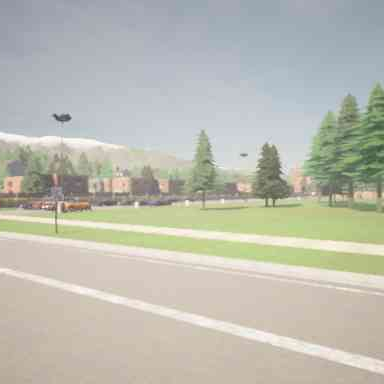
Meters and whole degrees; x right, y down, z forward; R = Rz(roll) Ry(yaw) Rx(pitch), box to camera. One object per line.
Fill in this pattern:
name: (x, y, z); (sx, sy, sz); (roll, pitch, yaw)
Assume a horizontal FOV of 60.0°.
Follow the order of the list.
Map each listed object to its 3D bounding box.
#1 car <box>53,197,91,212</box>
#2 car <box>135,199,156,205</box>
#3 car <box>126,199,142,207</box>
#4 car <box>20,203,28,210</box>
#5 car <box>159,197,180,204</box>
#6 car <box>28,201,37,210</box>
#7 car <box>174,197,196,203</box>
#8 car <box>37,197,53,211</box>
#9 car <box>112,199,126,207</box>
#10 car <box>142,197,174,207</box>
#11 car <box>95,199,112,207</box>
car: (-16.939, 1.865, 47.835); (2.097, 1.767, 4.553); (-1, -1, 35)
car: (-10.439, 2.234, 75.309); (1.895, 1.301, 4.718); (-1, -1, 35)
car: (-9.789, 2.084, 64.102); (1.812, 1.442, 4.674); (-1, -1, 36)
car: (-25.385, 2.134, 54.060); (2.128, 1.511, 4.902); (-1, 0, 35)
car: (-5.190, 1.949, 76.719); (2.128, 1.511, 4.902); (-1, -1, 35)
car: (-22.215, 1.819, 52.504); (2.150, 2.045, 5.566); (-1, 0, 35)
car: (-1.134, 1.750, 76.419); (2.033, 1.411, 5.357); (-1, -1, 35)
car: (-19.665, 1.778, 50.042); (2.150, 2.045, 5.566); (-1, -1, 35)
car: (-12.687, 2.094, 66.004); (2.128, 1.511, 4.902); (-1, -1, 35)
car: (-6.383, 2.063, 62.880); (2.033, 1.411, 5.357); (-1, -1, 35)
car: (-16.942, 2.122, 66.001); (1.882, 1.535, 5.008); (-1, -1, 35)
